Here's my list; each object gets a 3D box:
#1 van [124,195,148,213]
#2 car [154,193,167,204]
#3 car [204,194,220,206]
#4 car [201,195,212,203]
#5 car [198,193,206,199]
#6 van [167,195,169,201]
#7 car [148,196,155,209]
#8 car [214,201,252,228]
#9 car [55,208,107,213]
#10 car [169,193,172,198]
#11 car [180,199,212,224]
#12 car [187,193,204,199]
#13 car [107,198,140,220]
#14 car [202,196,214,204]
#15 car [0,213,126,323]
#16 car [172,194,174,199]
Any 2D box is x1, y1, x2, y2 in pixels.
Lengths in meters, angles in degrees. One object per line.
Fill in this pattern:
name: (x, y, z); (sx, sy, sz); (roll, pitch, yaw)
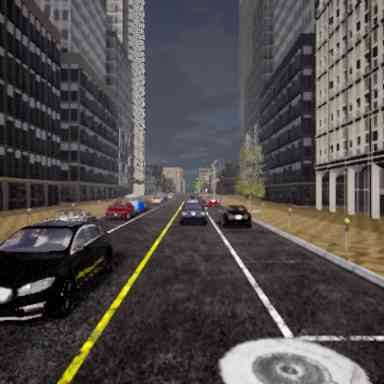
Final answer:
van: (-5.694, 1.187, 32.610); (1.690, 1.788, 3.998); (0, 0, 0)
car: (-5.700, 1.172, 55.378); (1.967, 1.590, 4.097); (0, 0, 0)
car: (2.683, 1.230, 43.982); (1.967, 1.590, 4.097); (0, 0, 0)
car: (2.678, 1.227, 61.229); (1.752, 1.417, 4.829); (0, 0, 0)
car: (2.672, 0.992, 89.517); (1.967, 1.590, 4.097); (0, 0, 0)
van: (-5.701, 1.043, 61.070); (1.690, 1.788, 3.998); (0, 0, 0)
car: (-5.697, 1.400, 38.303); (1.802, 1.307, 4.206); (0, 0, 0)
car: (2.688, 1.467, 21.216); (1.947, 1.339, 4.313); (0, 0, 0)
car: (-5.691, 1.479, 15.534); (2.008, 1.369, 4.403); (0, 0, 0)
car: (-5.704, 1.238, 66.764); (1.947, 1.339, 4.313); (0, 0, 0)
car: (0.095, 1.437, 23.774); (2.033, 1.411, 5.357); (0, 0, 0)
car: (0.094, 1.228, 42.274); (2.033, 1.649, 4.856); (0, 0, 0)
car: (-5.694, 1.419, 26.918); (1.887, 1.381, 4.507); (0, 0, 0)
car: (2.679, 1.314, 55.367); (1.802, 1.307, 4.206); (0, 0, 0)
car: (-3.098, 1.457, 7.406); (2.128, 1.511, 4.902); (0, 0, 0)
car: (-5.709, 1.078, 89.361); (1.752, 1.417, 4.829); (0, 0, 0)
